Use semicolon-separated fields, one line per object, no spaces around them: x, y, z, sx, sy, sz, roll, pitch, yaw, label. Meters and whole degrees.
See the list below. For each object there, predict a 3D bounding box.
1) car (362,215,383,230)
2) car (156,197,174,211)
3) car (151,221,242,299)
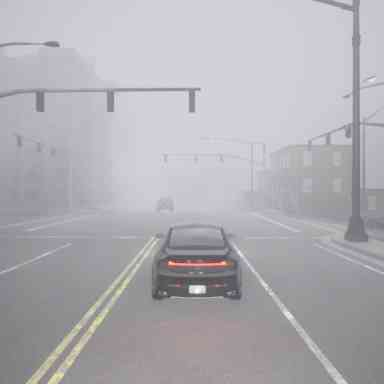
16.054;2.650;28.274;4.181;1.385;1.994;8;0;0;car
-3.604;1.744;45.265;2.150;2.045;5.566;0;-5;0;car
0.096;1.504;8.393;1.837;1.490;4.892;0;0;0;car
